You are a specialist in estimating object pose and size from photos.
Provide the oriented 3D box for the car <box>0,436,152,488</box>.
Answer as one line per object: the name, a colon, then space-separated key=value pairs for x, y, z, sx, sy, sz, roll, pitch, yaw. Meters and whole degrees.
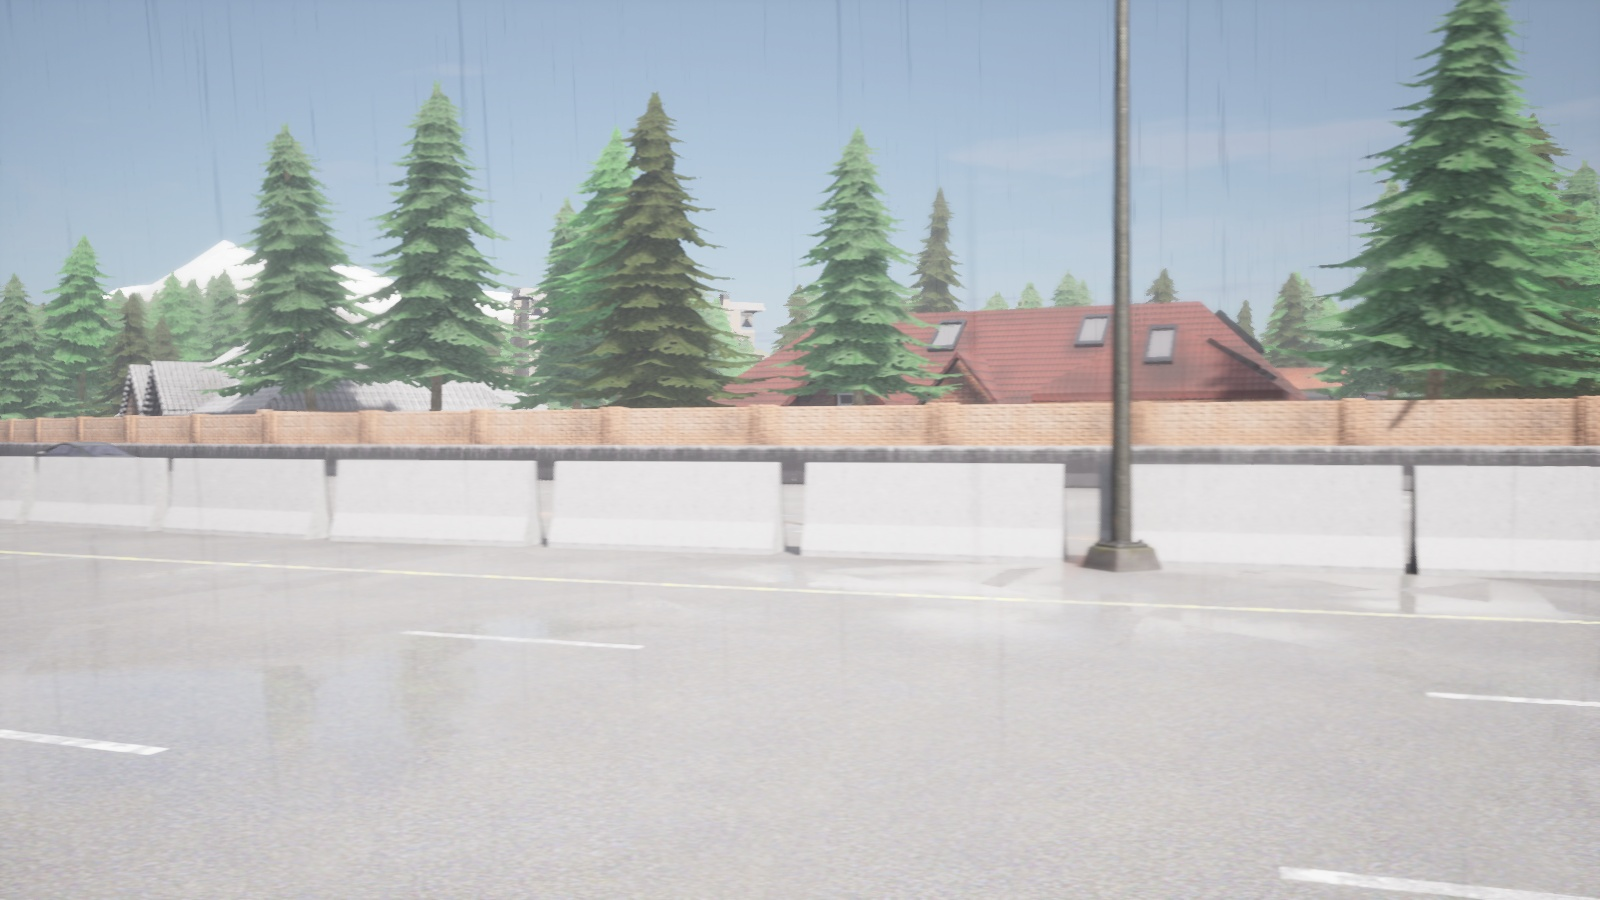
car: x=-20.738 y=0.300 z=35.937 sx=4.181 sy=1.385 sz=1.994 roll=1 pitch=1 yaw=31
